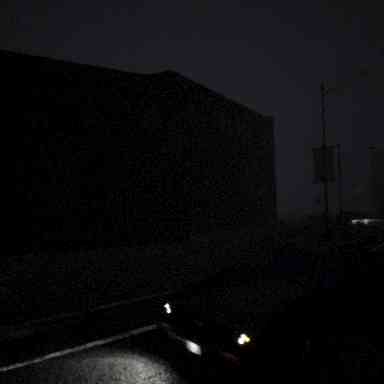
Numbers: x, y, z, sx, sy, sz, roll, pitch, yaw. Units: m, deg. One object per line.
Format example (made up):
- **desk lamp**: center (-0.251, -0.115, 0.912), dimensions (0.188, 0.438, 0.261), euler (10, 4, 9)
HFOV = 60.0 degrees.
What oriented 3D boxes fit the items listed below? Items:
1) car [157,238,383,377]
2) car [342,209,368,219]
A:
- **car**: center (2.007, 1.594, 5.962), dimensions (5.357, 1.411, 2.033), euler (1, -1, -42)
- **car**: center (21.576, 2.931, 44.361), dimensions (1.895, 1.301, 4.718), euler (-3, -3, 5)
